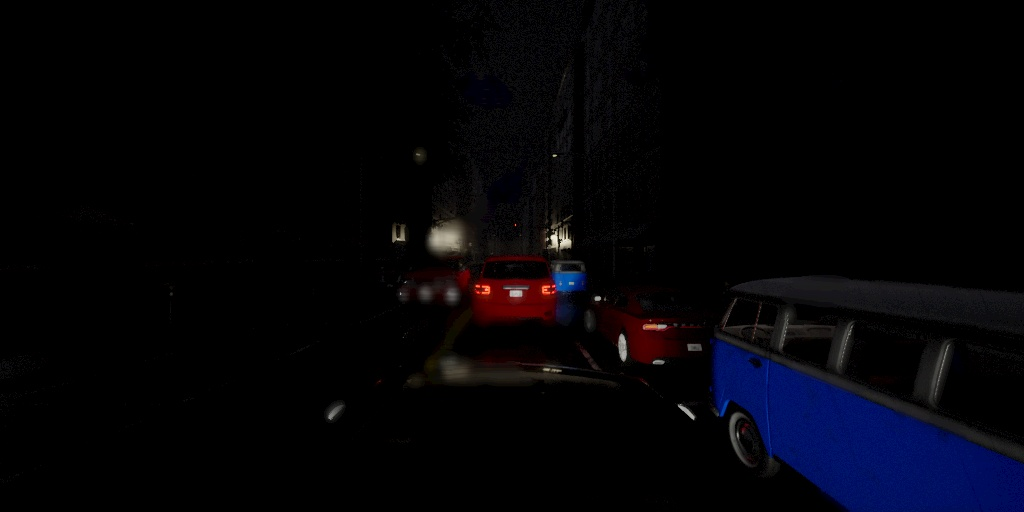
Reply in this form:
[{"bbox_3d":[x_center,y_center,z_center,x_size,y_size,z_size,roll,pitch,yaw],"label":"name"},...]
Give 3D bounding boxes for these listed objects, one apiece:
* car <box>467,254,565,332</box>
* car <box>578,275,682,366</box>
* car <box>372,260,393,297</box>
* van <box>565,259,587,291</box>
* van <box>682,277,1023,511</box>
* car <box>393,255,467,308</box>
[{"bbox_3d":[0.111,0.970,11.061,2.150,2.045,5.566,0,0,0],"label":"car"},{"bbox_3d":[2.863,1.294,7.840,1.888,1.381,4.507,0,0,0],"label":"car"},{"bbox_3d":[-5.649,1.060,19.131,2.192,1.841,5.009,0,0,0],"label":"car"},{"bbox_3d":[2.876,1.086,19.161,1.690,1.789,3.998,0,0,0],"label":"van"},{"bbox_3d":[2.856,1.091,2.179,1.690,1.789,3.998,0,0,0],"label":"van"},{"bbox_3d":[-3.077,0.968,15.577,2.150,2.045,5.566,0,0,0],"label":"car"}]
